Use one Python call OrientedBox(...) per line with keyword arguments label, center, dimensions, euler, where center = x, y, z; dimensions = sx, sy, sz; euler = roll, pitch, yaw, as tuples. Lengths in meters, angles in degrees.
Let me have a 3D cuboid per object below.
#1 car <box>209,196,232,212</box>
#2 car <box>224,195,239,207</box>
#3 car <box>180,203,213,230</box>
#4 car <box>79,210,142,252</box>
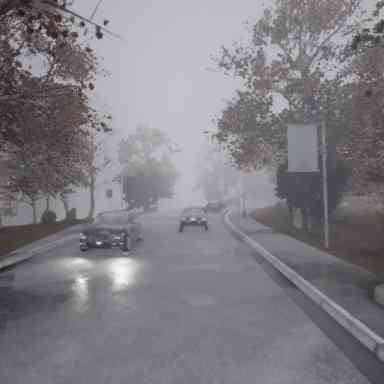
OrientedBox(label="car", center=(3.157, 1.676, 41.502), dimensions=(2.128, 1.511, 4.902), euler=(-2, 0, 18))
OrientedBox(label="car", center=(5.931, 1.509, 54.823), dimensions=(2.150, 2.045, 5.566), euler=(-3, -2, 34))
OrientedBox(label="car", center=(0.172, 1.681, 22.339), dimensions=(2.033, 1.411, 5.357), euler=(0, 0, 1))
OrientedBox(label="car", center=(-3.317, 1.592, 14.343), dimensions=(1.837, 1.490, 4.892), euler=(0, 0, 0))
